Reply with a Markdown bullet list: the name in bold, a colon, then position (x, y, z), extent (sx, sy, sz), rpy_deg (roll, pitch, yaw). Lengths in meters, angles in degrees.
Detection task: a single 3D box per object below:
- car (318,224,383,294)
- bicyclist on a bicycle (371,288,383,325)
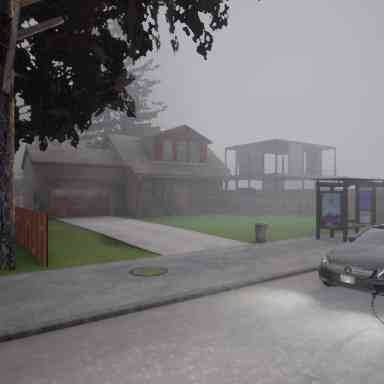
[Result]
- **car**: position (5.073, 1.526, 8.161), extent (4.674, 1.442, 1.812), rpy_deg (0, 0, -35)
- **bicyclist on a bicycle**: position (3.559, 1.452, 5.076), extent (0.582, 1.620, 1.656), rpy_deg (0, 0, -35)
